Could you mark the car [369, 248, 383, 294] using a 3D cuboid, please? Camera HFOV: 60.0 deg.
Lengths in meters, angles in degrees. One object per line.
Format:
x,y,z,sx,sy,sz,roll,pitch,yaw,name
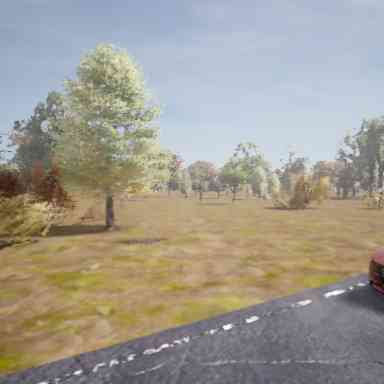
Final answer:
6.029,1.463,7.683,5.008,1.535,1.882,-1,1,-36,car
